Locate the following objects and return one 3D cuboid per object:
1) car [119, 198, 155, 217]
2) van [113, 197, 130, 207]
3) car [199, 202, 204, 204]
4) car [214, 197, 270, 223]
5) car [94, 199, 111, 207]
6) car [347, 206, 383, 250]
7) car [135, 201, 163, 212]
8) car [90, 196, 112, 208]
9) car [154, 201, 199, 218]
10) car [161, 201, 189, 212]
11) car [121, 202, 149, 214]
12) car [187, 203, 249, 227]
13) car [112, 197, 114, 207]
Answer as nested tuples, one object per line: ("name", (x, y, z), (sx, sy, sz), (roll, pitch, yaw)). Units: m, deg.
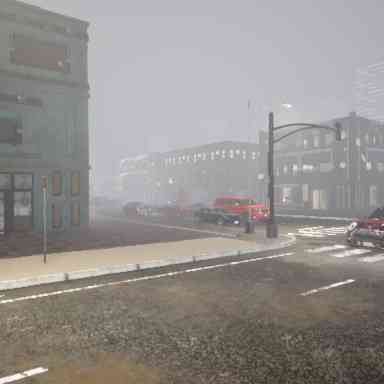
("car", (-6.059, 1.845, 36.789), (1.967, 1.590, 4.097), (-1, 0, -35))
("van", (-12.048, 1.905, 59.694), (1.690, 1.788, 3.998), (-1, 0, -35))
("car", (0.775, 1.902, 41.643), (1.802, 1.307, 4.206), (-2, 0, -35))
("car", (3.933, 1.444, 27.199), (2.150, 2.045, 5.566), (-1, 0, -35))
("car", (-18.453, 2.226, 68.721), (1.887, 1.381, 4.507), (-1, 0, -35))
("car", (8.347, 1.349, 13.618), (4.553, 1.767, 2.097), (0, 0, -35))
("car", (-6.075, 2.038, 46.833), (1.895, 1.301, 4.718), (-1, 0, -35))
("car", (-17.780, 1.869, 63.307), (2.150, 2.045, 5.566), (-1, -1, -35))
("car", (-1.717, 1.936, 35.169), (1.895, 1.301, 4.718), (-1, 0, -35))
("car", (-2.428, 1.964, 46.155), (1.802, 1.307, 4.206), (-2, 0, -35))
("car", (-7.432, 2.010, 43.236), (1.994, 1.385, 4.181), (-1, 0, -35))
("car", (1.879, 1.813, 25.404), (1.947, 1.339, 4.313), (-2, 0, -35))
("car", (-15.254, 1.938, 64.207), (2.192, 1.841, 5.009), (-1, 0, -35))
